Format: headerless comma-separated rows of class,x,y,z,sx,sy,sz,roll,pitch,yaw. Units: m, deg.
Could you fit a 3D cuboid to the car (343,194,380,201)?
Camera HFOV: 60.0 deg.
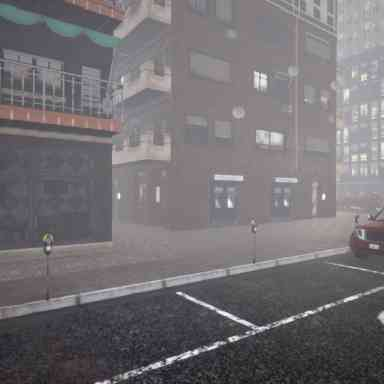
car,19.367,1.112,38.952,2.192,1.841,5.009,1,0,-36

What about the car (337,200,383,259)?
car,7.506,1.318,11.424,5.009,1.841,2.192,0,0,-35

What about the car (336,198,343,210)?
car,12.752,1.333,34.202,1.802,1.307,4.206,1,0,-36
